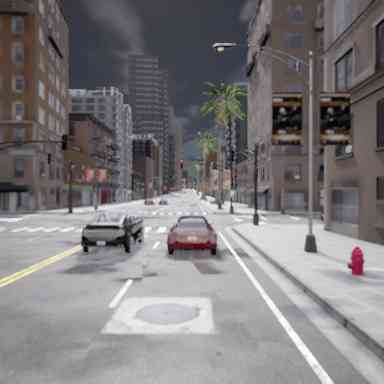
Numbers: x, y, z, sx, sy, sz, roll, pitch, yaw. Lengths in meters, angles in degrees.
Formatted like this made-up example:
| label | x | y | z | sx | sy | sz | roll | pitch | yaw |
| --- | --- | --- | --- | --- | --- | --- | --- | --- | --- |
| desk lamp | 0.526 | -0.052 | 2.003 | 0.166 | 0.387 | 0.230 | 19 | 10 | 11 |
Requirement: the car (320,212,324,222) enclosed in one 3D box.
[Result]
| label | x | y | z | sx | sy | sz | roll | pitch | yaw |
| --- | --- | --- | --- | --- | --- | --- | --- | --- | --- |
| car | 12.982 | 2.038 | 27.735 | 4.313 | 1.339 | 1.947 | 0 | 0 | 0 |

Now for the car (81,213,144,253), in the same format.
| label | x | y | z | sx | sy | sz | roll | pitch | yaw |
| --- | --- | --- | --- | --- | --- | --- | --- | --- | --- |
| car | -3.235 | 1.632 | 14.284 | 2.128 | 1.511 | 4.902 | 0 | 0 | 0 |

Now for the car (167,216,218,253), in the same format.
| label | x | y | z | sx | sy | sz | roll | pitch | yaw |
| --- | --- | --- | --- | --- | --- | --- | --- | --- | --- |
| car | 0.016 | 1.704 | 14.278 | 1.994 | 1.385 | 4.181 | 0 | -1 | 0 |

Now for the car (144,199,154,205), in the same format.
| label | x | y | z | sx | sy | sz | roll | pitch | yaw |
| --- | --- | --- | --- | --- | --- | --- | --- | --- | --- |
| car | -9.698 | 2.235 | 74.994 | 1.812 | 1.442 | 4.674 | 0 | 0 | 0 |

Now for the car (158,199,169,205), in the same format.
| label | x | y | z | sx | sy | sz | roll | pitch | yaw |
| --- | --- | --- | --- | --- | --- | --- | --- | --- | --- |
| car | -6.448 | 2.235 | 74.992 | 1.812 | 1.442 | 4.674 | 0 | 0 | 0 |
